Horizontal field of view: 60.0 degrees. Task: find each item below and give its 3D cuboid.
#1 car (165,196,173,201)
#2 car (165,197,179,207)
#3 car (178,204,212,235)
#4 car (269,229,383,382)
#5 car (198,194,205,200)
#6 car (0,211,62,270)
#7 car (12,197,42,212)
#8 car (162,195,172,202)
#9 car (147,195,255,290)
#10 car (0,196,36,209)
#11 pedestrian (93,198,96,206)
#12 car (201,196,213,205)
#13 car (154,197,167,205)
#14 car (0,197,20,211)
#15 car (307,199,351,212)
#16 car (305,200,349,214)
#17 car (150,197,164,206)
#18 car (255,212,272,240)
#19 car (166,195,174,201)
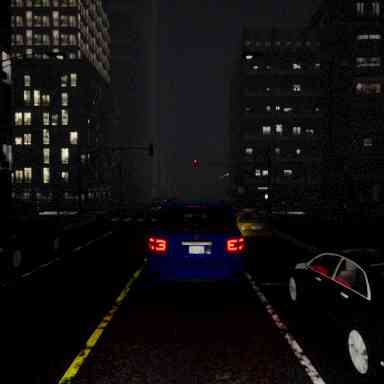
[{"bbox_3d":[-5.737,1.567,82.778,1.802,1.307,4.206,-1,0,0],"label":"car"},{"bbox_3d":[-3.114,1.552,52.632,1.994,1.385,4.181,0,0,0],"label":"car"},{"bbox_3d":[0.089,1.520,19.688,1.812,1.442,4.674,0,0,-2],"label":"car"},{"bbox_3d":[2.804,1.549,5.265,2.008,1.369,4.403,-1,0,0],"label":"car"},{"bbox_3d":[2.636,1.424,94.091,1.967,1.590,4.097,-1,0,0],"label":"car"},{"bbox_3d":[-5.838,1.542,10.964,1.887,1.381,4.507,-1,0,0],"label":"car"},{"bbox_3d":[-17.831,1.442,34.363,4.181,1.385,1.994,0,1,1],"label":"car"},{"bbox_3d":[-5.735,1.530,77.123,1.887,1.381,4.507,-1,0,0],"label":"car"},{"bbox_3d":[0.092,1.219,9.177,2.150,2.045,5.566,0,0,0],"label":"car"},{"bbox_3d":[-21.679,1.274,40.175,4.829,1.417,1.752,0,0,1],"label":"car"},{"bbox_3d":[-12.567,1.299,43.026,0.500,1.100,0.500,0,0,1],"label":"pedestrian"},{"bbox_3d":[2.652,1.538,60.164,2.008,1.369,4.403,-1,0,0],"label":"car"},{"bbox_3d":[-5.728,1.553,60.160,1.947,1.339,4.313,-1,0,0],"label":"car"},{"bbox_3d":[-22.708,1.330,37.629,5.357,1.411,2.033,1,1,1],"label":"car"},{"bbox_3d":[16.296,1.622,39.693,4.403,1.369,2.008,0,0,1],"label":"car"},{"bbox_3d":[14.864,1.667,37.128,4.181,1.385,1.994,0,1,1],"label":"car"},{"bbox_3d":[-5.726,1.514,54.336,1.752,1.417,4.829,-1,0,0],"label":"car"},{"bbox_3d":[2.799,1.521,16.724,1.752,1.417,4.829,-1,0,0],"label":"car"},{"bbox_3d":[-5.740,1.529,88.432,1.887,1.381,4.507,-1,0,0],"label":"car"}]
